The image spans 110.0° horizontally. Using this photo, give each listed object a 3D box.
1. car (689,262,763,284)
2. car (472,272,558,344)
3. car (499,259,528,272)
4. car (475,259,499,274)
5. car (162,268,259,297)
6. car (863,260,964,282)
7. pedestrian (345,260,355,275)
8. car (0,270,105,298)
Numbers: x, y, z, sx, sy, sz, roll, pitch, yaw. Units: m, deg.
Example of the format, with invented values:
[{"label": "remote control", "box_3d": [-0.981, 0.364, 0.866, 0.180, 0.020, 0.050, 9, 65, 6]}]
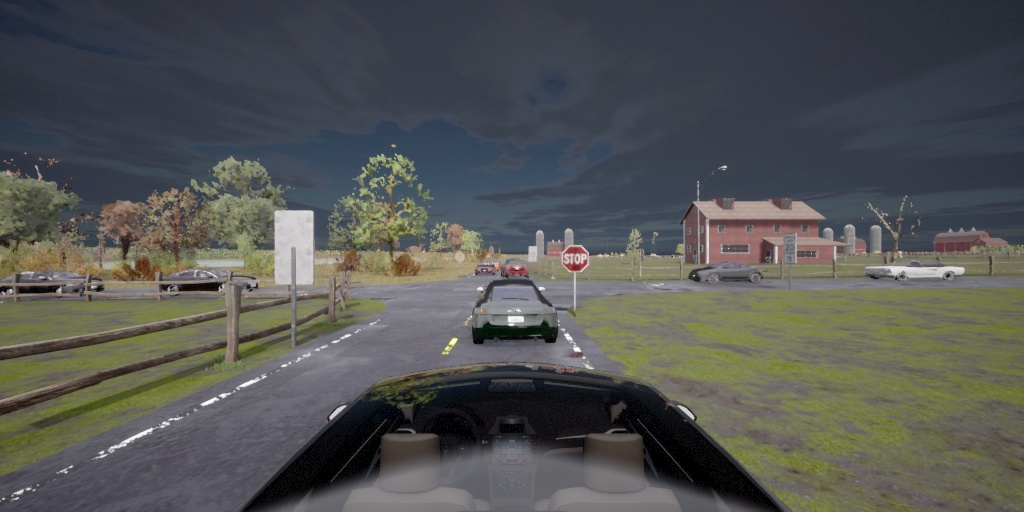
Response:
[{"label": "car", "box_3d": [13.890, 1.079, 23.423, 4.181, 1.385, 1.994, -1, 0, 1]}, {"label": "car", "box_3d": [-0.008, 1.312, 9.623, 1.994, 1.385, 4.181, 0, 0, -3]}, {"label": "car", "box_3d": [0.224, 1.098, 33.362, 2.097, 1.767, 4.553, 0, 0, -6]}, {"label": "car", "box_3d": [-2.781, 1.308, 38.351, 1.994, 1.385, 4.181, 0, 0, 1]}, {"label": "car", "box_3d": [-17.432, 1.473, 20.791, 4.902, 1.511, 2.128, -1, 0, 1]}, {"label": "car", "box_3d": [25.958, 0.940, 23.312, 4.718, 1.301, 1.895, -1, 0, 1]}, {"label": "pedestrian", "box_3d": [-12.118, 1.161, 26.694, 0.375, 1.860, 0.375, 0, 1, 1]}, {"label": "car", "box_3d": [-26.839, 1.603, 20.964, 4.902, 1.511, 2.128, -1, 0, 2]}]
